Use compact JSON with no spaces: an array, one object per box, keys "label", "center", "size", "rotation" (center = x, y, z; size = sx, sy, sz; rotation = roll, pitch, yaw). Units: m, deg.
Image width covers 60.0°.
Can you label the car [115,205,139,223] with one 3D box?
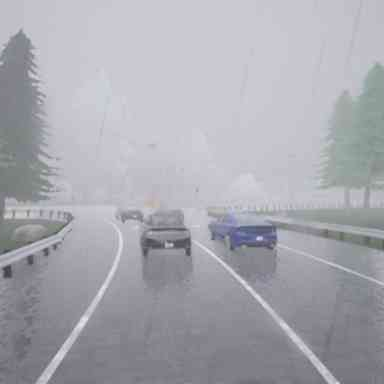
[{"label":"car","center":[-5.437,1.824,28.898],"size":[1.812,1.442,4.674],"rotation":[0,0,-22]}]

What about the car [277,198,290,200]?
[{"label":"car","center":[26.348,2.467,91.422],"size":[4.902,1.511,2.128],"rotation":[0,-1,-38]}]

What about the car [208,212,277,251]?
[{"label":"car","center":[2.095,1.634,15.046],"size":[1.882,1.535,5.008],"rotation":[0,0,-11]}]

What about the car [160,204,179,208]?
[{"label":"car","center":[-2.087,1.836,30.080],"size":[1.812,1.442,4.674],"rotation":[0,0,-20]}]

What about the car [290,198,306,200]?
[{"label":"car","center":[29.026,2.442,89.097],"size":[4.674,1.442,1.812],"rotation":[0,-1,-38]}]

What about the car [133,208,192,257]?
[{"label":"car","center":[-1.218,1.636,13.796],"size":[2.128,1.511,4.902],"rotation":[0,0,-10]}]
